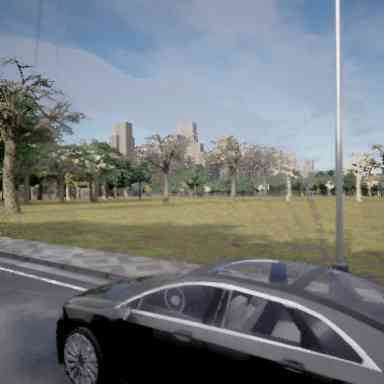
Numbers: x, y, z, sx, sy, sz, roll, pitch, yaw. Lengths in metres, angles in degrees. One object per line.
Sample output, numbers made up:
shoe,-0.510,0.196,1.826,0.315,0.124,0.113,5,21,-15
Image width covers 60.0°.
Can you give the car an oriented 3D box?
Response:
car,0.459,1.506,3.627,4.902,1.511,2.128,0,0,36
